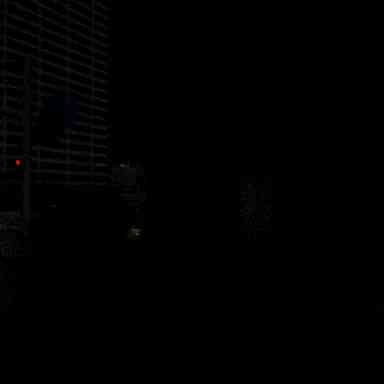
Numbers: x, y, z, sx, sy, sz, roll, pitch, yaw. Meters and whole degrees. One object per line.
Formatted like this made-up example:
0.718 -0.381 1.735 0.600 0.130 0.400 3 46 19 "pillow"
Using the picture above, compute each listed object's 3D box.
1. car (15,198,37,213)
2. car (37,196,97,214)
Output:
-14.270 1.187 32.528 2.033 1.411 5.357 1 0 35 "car"
-11.196 1.158 30.811 1.882 1.535 5.008 1 1 35 "car"
